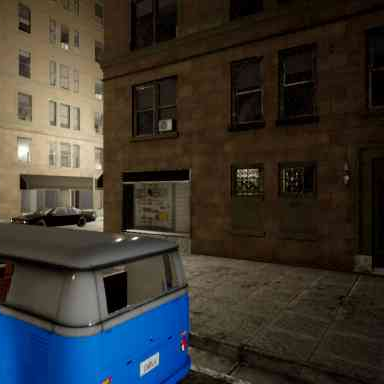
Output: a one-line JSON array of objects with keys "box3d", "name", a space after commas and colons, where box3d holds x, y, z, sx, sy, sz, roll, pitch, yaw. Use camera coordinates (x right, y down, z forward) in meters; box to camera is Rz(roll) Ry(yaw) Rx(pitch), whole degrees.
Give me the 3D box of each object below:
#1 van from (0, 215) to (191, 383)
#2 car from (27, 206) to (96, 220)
[{"box3d": [-1.937, 1.341, 4.067, 3.998, 1.788, 1.690, 0, 0, 33], "name": "van"}, {"box3d": [-8.757, 1.627, 21.480, 2.033, 1.411, 5.357, 0, 0, 33], "name": "car"}]
